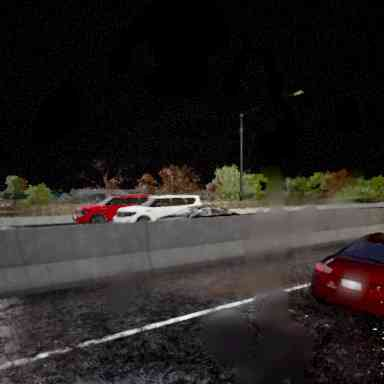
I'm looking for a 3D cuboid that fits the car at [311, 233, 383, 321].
[{"bbox_3d":[4.351,1.546,6.819,4.181,1.385,1.994,0,0,-35],"label":"car"}]

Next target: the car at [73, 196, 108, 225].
[{"bbox_3d":[-4.874,1.196,21.976,5.566,2.045,2.150,0,0,-35],"label":"car"}]

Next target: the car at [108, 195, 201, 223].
[{"bbox_3d":[-1.798,1.194,19.862,5.566,2.045,2.150,0,0,-35],"label":"car"}]

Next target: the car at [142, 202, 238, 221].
[{"bbox_3d":[0.261,1.465,17.028,4.902,1.511,2.128,0,0,-35],"label":"car"}]
